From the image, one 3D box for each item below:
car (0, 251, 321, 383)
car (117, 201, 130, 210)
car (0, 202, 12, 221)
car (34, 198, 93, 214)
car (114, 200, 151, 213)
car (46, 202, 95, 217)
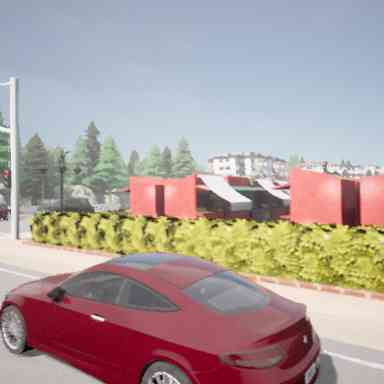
[{"bbox_3d":[-0.748,1.562,4.514,4.674,1.442,1.812,-1,0,36],"label":"car"},{"bbox_3d":[-6.487,1.612,41.263,2.150,2.045,5.566,-1,0,36],"label":"car"},{"bbox_3d":[-18.842,1.782,30.213,2.097,1.767,4.553,-1,0,36],"label":"car"},{"bbox_3d":[-12.581,1.612,32.884,2.150,2.045,5.566,-1,0,36],"label":"car"},{"bbox_3d":[-7.968,1.908,45.173,1.882,1.535,5.008,-1,0,36],"label":"car"},{"bbox_3d":[-13.595,1.908,37.431,1.882,1.535,5.008,-1,0,36],"label":"car"}]
